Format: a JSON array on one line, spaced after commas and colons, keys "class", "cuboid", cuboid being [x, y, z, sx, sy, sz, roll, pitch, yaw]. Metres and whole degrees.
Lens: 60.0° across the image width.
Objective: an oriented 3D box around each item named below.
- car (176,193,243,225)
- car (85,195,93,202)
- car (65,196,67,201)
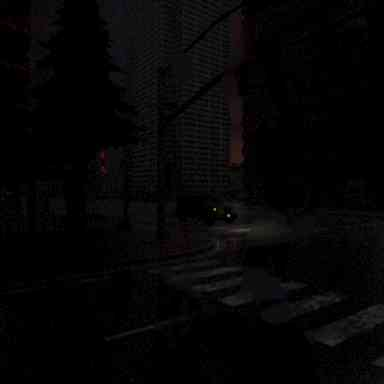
[{"class": "car", "cuboid": [0.918, 1.285, 25.127, 2.150, 2.045, 5.566, 0, 0, -35]}, {"class": "car", "cuboid": [-25.623, 1.451, 80.647, 2.128, 1.511, 4.902, 0, 0, -35]}, {"class": "car", "cuboid": [-28.474, 1.424, 78.617, 1.837, 1.490, 4.892, 0, 0, -35]}]
